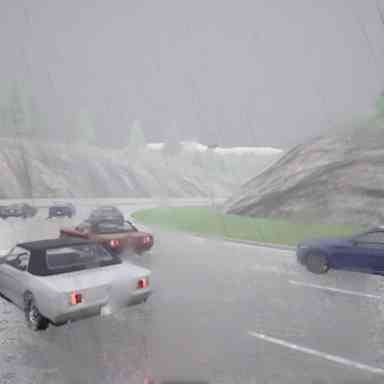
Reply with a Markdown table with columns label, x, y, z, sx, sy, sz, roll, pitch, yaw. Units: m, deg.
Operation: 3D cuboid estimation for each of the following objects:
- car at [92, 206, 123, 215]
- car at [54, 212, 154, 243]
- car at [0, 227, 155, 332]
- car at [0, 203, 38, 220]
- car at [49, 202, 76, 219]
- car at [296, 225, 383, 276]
| label | x | y | z | sx | sy | sz | roll | pitch | yaw |
| --- | --- | --- | --- | --- | --- | --- | --- | --- | --- |
| car | -6.257 | 1.710 | 24.312 | 1.994 | 1.385 | 4.181 | 0 | 0 | -24 |
| car | -3.481 | 1.678 | 12.784 | 1.895 | 1.301 | 4.718 | 1 | -1 | -40 |
| car | -2.940 | 1.639 | 7.007 | 4.718 | 1.301 | 1.895 | 0 | -1 | 45 |
| car | -15.555 | 1.689 | 30.187 | 2.033 | 1.411 | 5.357 | 0 | 0 | -12 |
| car | -12.105 | 1.645 | 31.278 | 1.882 | 1.535 | 5.008 | 0 | 0 | -13 |
| car | 5.269 | 1.620 | 9.062 | 4.674 | 1.442 | 1.812 | 0 | 0 | 37 |
